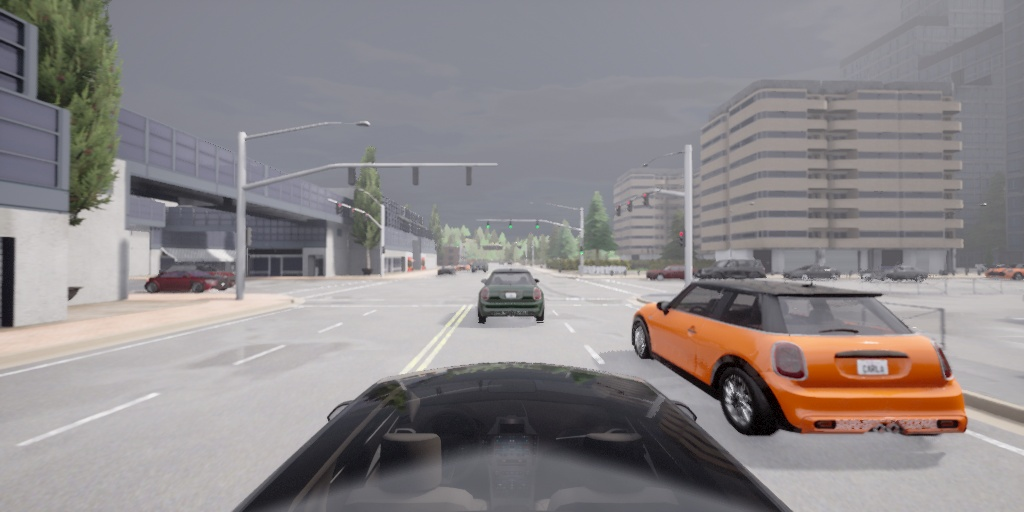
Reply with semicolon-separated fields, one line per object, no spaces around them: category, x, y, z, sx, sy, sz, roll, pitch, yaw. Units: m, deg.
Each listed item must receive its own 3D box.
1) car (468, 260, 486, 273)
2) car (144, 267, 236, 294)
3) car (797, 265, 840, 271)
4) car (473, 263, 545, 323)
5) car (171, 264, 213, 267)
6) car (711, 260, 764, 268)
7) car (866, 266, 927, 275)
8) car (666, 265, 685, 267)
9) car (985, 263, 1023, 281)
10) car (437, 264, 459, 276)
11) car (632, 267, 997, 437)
car;-5.169;1.647;56.764;2.150;2.045;5.566;0;-1;-1
car;-19.862;1.567;22.137;4.181;1.385;1.994;0;-1;-1
car;29.268;1.655;35.074;4.892;1.490;1.837;-1;-1;-2
car;-0.052;1.239;12.936;2.097;1.767;4.553;0;-1;-1
car;-22.214;1.398;25.578;4.553;1.767;2.097;0;-1;-1
car;18.969;1.330;31.250;5.566;2.045;2.150;0;-1;-2
car;33.649;1.601;31.708;4.902;1.511;2.128;0;-1;-2
car;15.501;1.628;34.637;5.008;1.535;1.882;0;-1;-2
car;50.192;1.510;35.646;4.553;1.767;2.097;0;-1;-2
car;-8.252;1.889;45.559;1.895;1.301;4.718;0;-1;-2
car;3.568;1.150;5.691;2.097;1.767;4.553;0;-1;0
